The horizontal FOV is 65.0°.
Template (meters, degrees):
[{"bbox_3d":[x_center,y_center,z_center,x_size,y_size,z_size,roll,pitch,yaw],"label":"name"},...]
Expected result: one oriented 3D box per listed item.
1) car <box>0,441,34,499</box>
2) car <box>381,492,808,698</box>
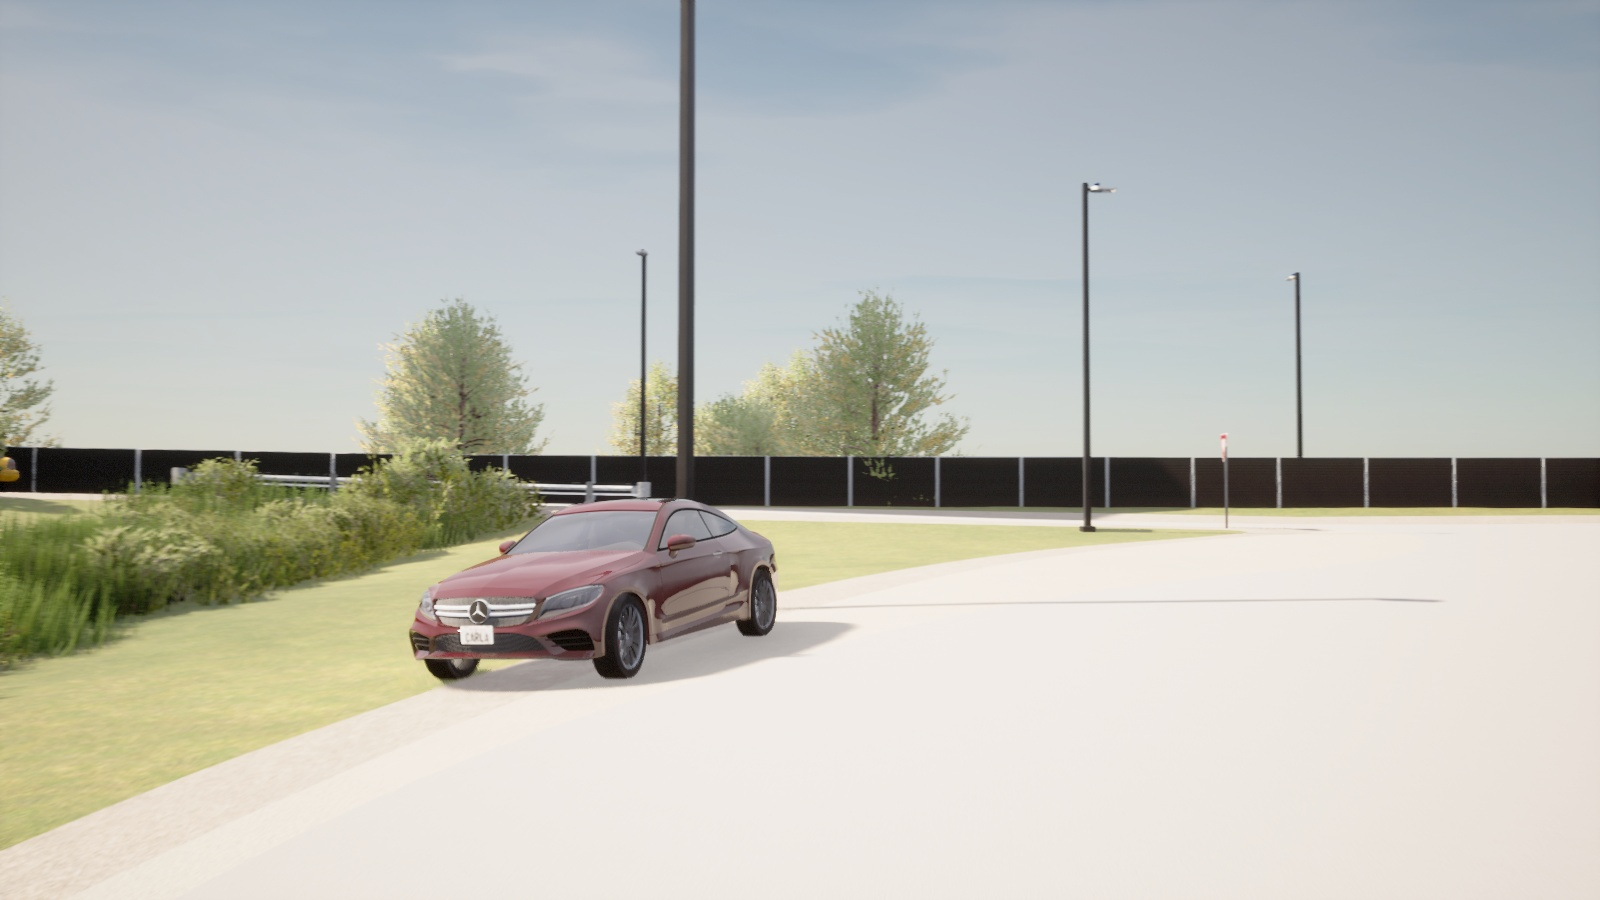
[{"bbox_3d":[-23.962,0.502,33.835,1.801,1.575,5.366,-2,-4,44],"label":"car"},{"bbox_3d":[-1.627,1.211,11.864,1.812,1.442,4.674,-4,-2,21],"label":"car"}]
